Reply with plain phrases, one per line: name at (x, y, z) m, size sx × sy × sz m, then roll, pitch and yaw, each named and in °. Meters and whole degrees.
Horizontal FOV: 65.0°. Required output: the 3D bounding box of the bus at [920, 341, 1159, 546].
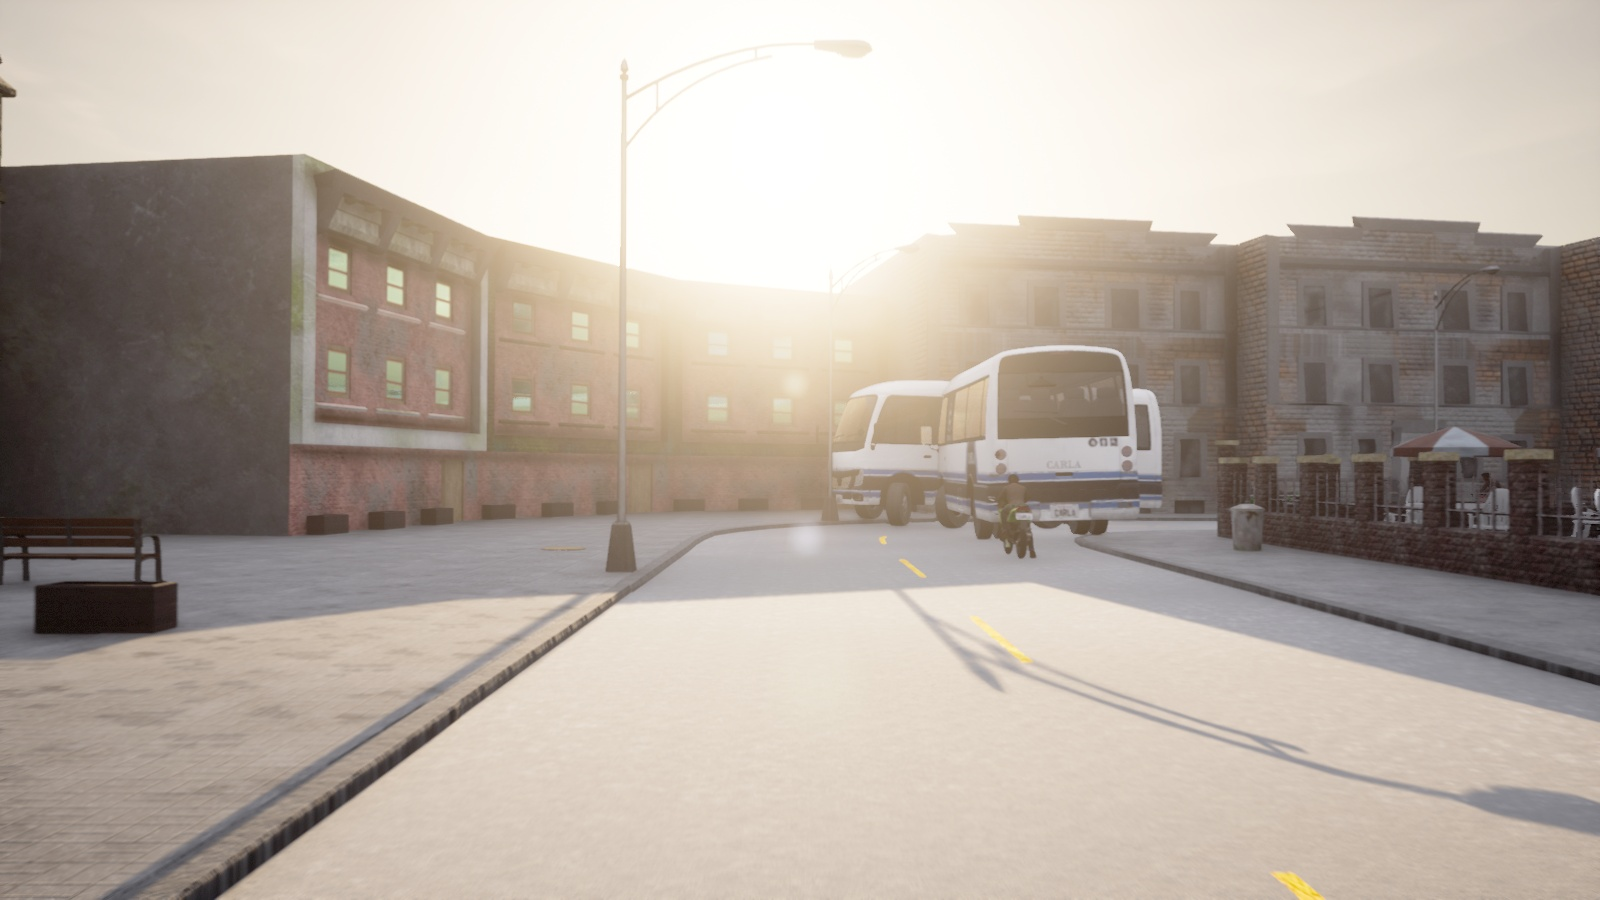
bus at (5.597, -0.081, 31.965) m, size 3.944 × 4.253 × 10.273 m, roll -2°, pitch -1°, yaw 0°

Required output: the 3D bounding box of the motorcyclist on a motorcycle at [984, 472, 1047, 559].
motorcyclist on a motorcycle at (3.942, 1.171, 23.105) m, size 0.797 × 1.523 × 2.044 m, roll 0°, pitch -1°, yaw 0°

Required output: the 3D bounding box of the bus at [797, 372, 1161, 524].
bus at (5.395, 0.049, 38.386) m, size 10.273 × 4.253 × 3.944 m, roll 1°, pitch -1°, yaw -16°
